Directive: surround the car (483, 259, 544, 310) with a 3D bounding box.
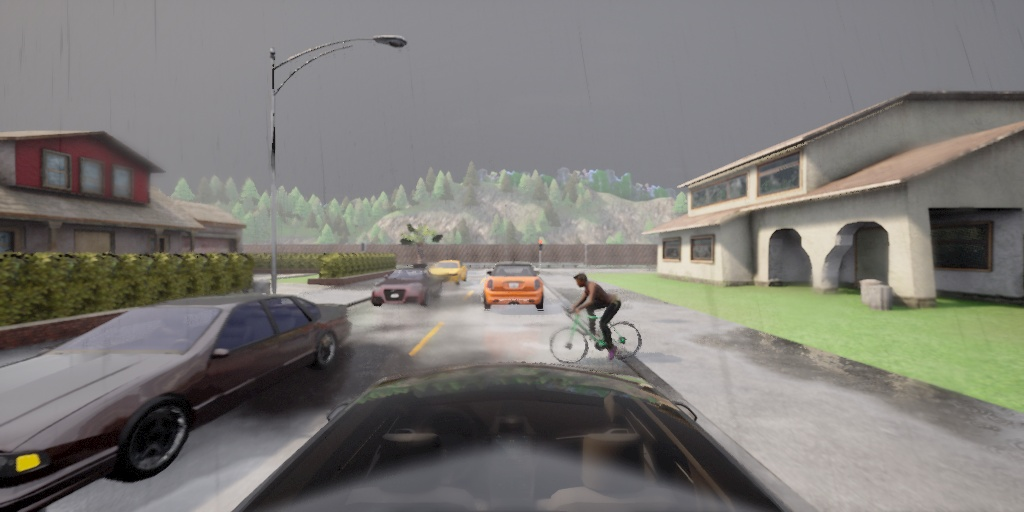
[{"bbox_3d":[0.052,0.989,14.111,2.097,1.767,4.553,0,1,0],"label":"car"}]

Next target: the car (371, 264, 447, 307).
[{"bbox_3d":[-4.128,1.196,14.626,1.994,1.385,4.181,0,1,0],"label":"car"}]

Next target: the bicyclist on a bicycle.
[{"bbox_3d":[1.459,1.102,6.424,1.656,1.620,0.582,-6,1,0],"label":"bicyclist on a bicycle"}]

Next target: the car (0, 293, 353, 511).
[{"bbox_3d":[-4.107,1.269,4.914,2.033,1.411,5.357,0,1,0],"label":"car"}]

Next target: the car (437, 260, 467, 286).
[{"bbox_3d":[-4.088,1.030,23.406,1.882,1.535,5.008,0,1,0],"label":"car"}]
